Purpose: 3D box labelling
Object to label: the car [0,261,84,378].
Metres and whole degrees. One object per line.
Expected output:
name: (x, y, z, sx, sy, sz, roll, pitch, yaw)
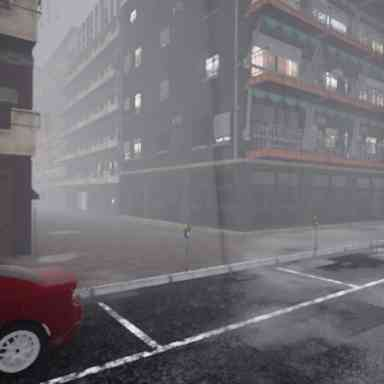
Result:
car: (-3.642, 1.541, 3.959, 4.507, 1.381, 1.887, 0, 0, -35)
